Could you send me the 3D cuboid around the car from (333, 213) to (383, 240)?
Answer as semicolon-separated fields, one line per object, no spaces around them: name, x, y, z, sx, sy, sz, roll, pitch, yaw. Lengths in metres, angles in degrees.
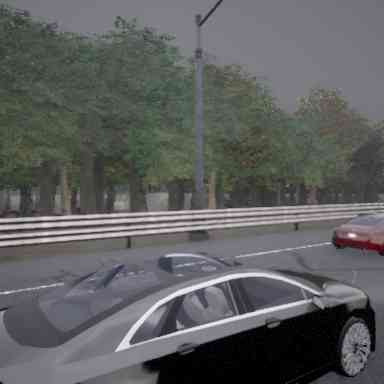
car;7.370;1.510;12.941;4.181;1.385;1.994;0;0;-33

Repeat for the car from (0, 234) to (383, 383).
car;0.235;1.480;3.857;4.902;1.511;2.128;0;0;-35
